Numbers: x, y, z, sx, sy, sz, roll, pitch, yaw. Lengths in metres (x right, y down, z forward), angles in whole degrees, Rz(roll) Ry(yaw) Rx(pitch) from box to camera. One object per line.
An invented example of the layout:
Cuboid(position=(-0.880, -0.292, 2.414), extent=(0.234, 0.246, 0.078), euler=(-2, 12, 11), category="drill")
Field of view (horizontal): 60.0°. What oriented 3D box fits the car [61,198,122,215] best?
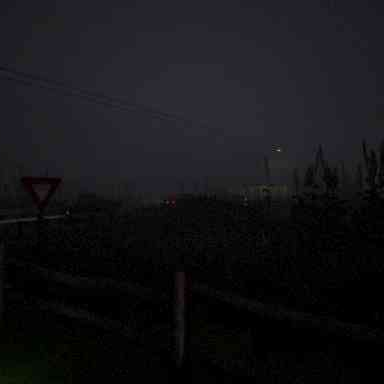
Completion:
Cuboid(position=(-8.002, 1.145, 26.699), extent=(1.895, 1.301, 4.718), euler=(0, 2, 37), category="car")
